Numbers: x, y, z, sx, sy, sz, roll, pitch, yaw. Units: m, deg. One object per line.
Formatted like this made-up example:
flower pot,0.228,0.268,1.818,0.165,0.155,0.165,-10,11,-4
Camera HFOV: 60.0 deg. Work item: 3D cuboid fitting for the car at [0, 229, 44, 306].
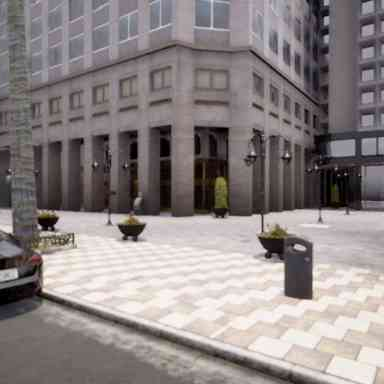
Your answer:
car,-5.156,1.503,7.170,4.786,1.482,2.161,0,0,35
